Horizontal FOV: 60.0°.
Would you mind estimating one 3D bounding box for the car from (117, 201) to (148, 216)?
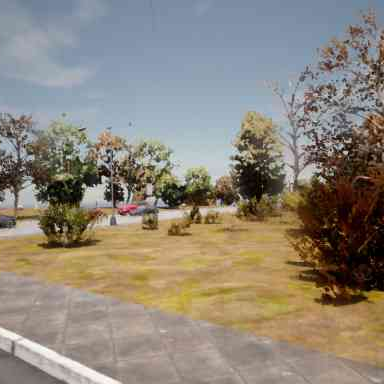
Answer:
[{"bbox_3d":[-8.242,2.357,47.987,2.150,2.045,5.566,-3,-2,32],"label":"car"}]

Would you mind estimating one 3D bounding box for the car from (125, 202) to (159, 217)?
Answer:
[{"bbox_3d":[-6.332,2.485,44.424,1.812,1.442,4.674,-3,-2,32],"label":"car"}]

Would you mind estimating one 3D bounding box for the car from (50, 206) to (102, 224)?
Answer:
[{"bbox_3d":[-12.154,2.387,35.185,1.882,1.535,5.008,-3,-2,33],"label":"car"}]

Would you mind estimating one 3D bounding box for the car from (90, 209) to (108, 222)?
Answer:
[{"bbox_3d":[-10.199,2.210,31.373,1.882,1.535,5.008,-3,-2,33],"label":"car"}]

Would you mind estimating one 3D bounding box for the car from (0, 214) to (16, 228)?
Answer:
[{"bbox_3d":[-17.023,2.455,27.696,1.994,1.385,4.181,-3,-2,34],"label":"car"}]
